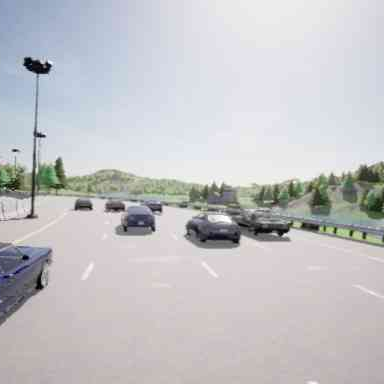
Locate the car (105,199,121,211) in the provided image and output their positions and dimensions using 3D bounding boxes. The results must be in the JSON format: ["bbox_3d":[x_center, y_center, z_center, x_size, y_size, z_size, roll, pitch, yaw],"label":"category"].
[{"bbox_3d":[-9.147,1.507,39.415,1.994,1.385,4.181,2,0,-21],"label":"car"}]

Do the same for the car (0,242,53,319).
[{"bbox_3d":[-3.932,1.502,5.823,1.895,1.301,4.718,2,0,-9],"label":"car"}]

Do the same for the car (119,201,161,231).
[{"bbox_3d":[-3.355,1.546,20.575,1.812,1.442,4.674,2,0,-14],"label":"car"}]

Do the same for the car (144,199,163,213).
[{"bbox_3d":[-4.623,1.579,37.226,2.128,1.511,4.902,2,0,-20],"label":"car"}]

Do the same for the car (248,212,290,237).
[{"bbox_3d":[3.986,1.876,20.175,1.895,1.301,4.718,2,0,-13],"label":"car"}]

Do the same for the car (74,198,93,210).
[{"bbox_3d":[-13.047,1.374,39.927,1.994,1.385,4.181,2,0,-21],"label":"car"}]

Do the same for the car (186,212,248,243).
[{"bbox_3d":[0.994,1.713,17.058,1.994,1.385,4.181,2,0,-13],"label":"car"}]
